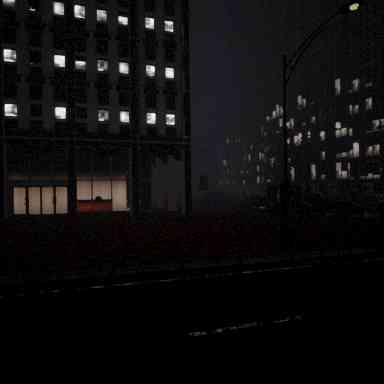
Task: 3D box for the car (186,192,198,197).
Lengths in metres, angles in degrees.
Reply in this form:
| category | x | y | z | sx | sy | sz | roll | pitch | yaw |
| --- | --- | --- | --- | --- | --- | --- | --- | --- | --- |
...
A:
| category | x | y | z | sx | sy | sz | roll | pitch | yaw |
| --- | --- | --- | --- | --- | --- | --- | --- | --- | --- |
| car | -0.049 | 0.711 | 91.011 | 2.008 | 1.369 | 4.403 | 0 | 1 | -20 |

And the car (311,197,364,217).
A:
| category | x | y | z | sx | sy | sz | roll | pitch | yaw |
| --- | --- | --- | --- | --- | --- | --- | --- | --- | --- |
| car | 13.001 | 1.435 | 29.282 | 1.947 | 1.339 | 4.313 | 0 | 1 | -20 |

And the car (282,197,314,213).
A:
| category | x | y | z | sx | sy | sz | roll | pitch | yaw |
| --- | --- | --- | --- | --- | --- | --- | --- | --- | --- |
| car | 11.103 | 1.400 | 34.641 | 1.802 | 1.307 | 4.206 | 0 | 1 | -20 |

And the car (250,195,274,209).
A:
| category | x | y | z | sx | sy | sz | roll | pitch | yaw |
| --- | --- | --- | --- | --- | --- | --- | --- | --- | --- |
| car | 9.243 | 1.332 | 40.011 | 1.947 | 1.339 | 4.313 | 0 | 1 | -20 |

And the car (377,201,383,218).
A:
| category | x | y | z | sx | sy | sz | roll | pitch | yaw |
| --- | --- | --- | --- | --- | --- | --- | --- | --- | --- |
| car | 17.004 | 1.218 | 26.036 | 2.097 | 1.767 | 4.553 | -1 | 1 | -19 |

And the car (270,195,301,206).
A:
| category | x | y | z | sx | sy | sz | roll | pitch | yaw |
| --- | --- | --- | --- | --- | --- | --- | --- | --- | --- |
| car | 13.036 | 1.154 | 46.727 | 1.812 | 1.442 | 4.674 | -1 | 1 | -20 |

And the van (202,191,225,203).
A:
| category | x | y | z | sx | sy | sz | roll | pitch | yaw |
| --- | --- | --- | --- | --- | --- | --- | --- | --- | --- |
| van | 3.549 | 0.953 | 56.079 | 1.690 | 1.788 | 3.998 | 0 | 1 | -20 |

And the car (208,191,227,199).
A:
| category | x | y | z | sx | sy | sz | roll | pitch | yaw |
| --- | --- | --- | --- | --- | --- | --- | --- | --- | --- |
| car | 5.695 | 0.635 | 74.955 | 2.192 | 1.841 | 5.009 | 0 | 1 | -20 |

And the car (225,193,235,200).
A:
| category | x | y | z | sx | sy | sz | roll | pitch | yaw |
| --- | --- | --- | --- | --- | --- | --- | --- | --- | --- |
| car | 7.611 | 0.955 | 69.607 | 1.802 | 1.307 | 4.206 | 0 | 1 | -20 |

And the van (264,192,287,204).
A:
| category | x | y | z | sx | sy | sz | roll | pitch | yaw |
| --- | --- | --- | --- | --- | --- | --- | --- | --- | --- |
| van | 13.353 | 0.872 | 53.549 | 1.690 | 1.788 | 3.998 | 0 | 1 | -20 |

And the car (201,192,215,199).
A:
| category | x | y | z | sx | sy | sz | roll | pitch | yaw |
| --- | --- | --- | --- | --- | --- | --- | --- | --- | --- |
| car | 3.780 | 0.707 | 80.307 | 1.967 | 1.590 | 4.097 | 0 | 1 | -20 |

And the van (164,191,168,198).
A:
| category | x | y | z | sx | sy | sz | roll | pitch | yaw |
| --- | --- | --- | --- | --- | --- | --- | --- | --- | --- |
| van | -6.025 | 0.687 | 82.836 | 1.690 | 1.788 | 3.998 | 0 | 1 | -20 |

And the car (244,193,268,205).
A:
| category | x | y | z | sx | sy | sz | roll | pitch | yaw |
| --- | --- | --- | --- | --- | --- | --- | --- | --- | --- |
| car | 9.283 | 1.137 | 47.764 | 1.882 | 1.535 | 5.008 | -1 | 1 | -19 |

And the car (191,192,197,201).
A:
| category | x | y | z | sx | sy | sz | roll | pitch | yaw |
| --- | --- | --- | --- | --- | --- | --- | --- | --- | --- |
| car | -0.280 | 1.057 | 66.784 | 2.008 | 1.369 | 4.403 | 0 | 1 | -20 |

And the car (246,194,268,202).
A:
| category | x | y | z | sx | sy | sz | roll | pitch | yaw |
| --- | --- | --- | --- | --- | --- | --- | --- | --- | --- |
| car | 11.440 | 1.061 | 58.904 | 1.802 | 1.307 | 4.206 | 0 | 1 | -20 |
